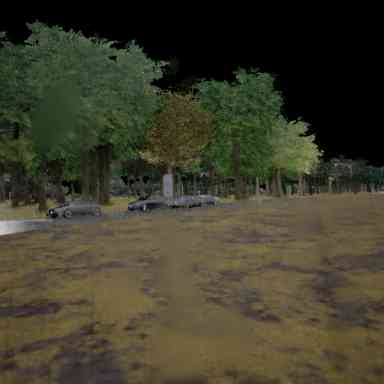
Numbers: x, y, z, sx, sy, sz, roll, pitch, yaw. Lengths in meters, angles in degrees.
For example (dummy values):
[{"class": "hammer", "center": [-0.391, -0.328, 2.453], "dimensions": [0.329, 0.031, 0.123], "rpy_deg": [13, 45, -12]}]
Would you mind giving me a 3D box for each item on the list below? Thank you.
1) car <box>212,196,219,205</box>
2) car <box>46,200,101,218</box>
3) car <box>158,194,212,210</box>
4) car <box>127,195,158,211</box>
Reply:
[{"class": "car", "center": [1.480, 1.018, 42.220], "dimensions": [2.033, 1.411, 5.357], "rpy_deg": [-3, -1, 35]}, {"class": "car", "center": [-9.453, 1.330, 26.739], "dimensions": [1.994, 1.385, 4.181], "rpy_deg": [-3, -1, 36]}, {"class": "car", "center": [-0.579, 1.016, 32.913], "dimensions": [2.033, 1.411, 5.357], "rpy_deg": [-3, -1, 35]}, {"class": "car", "center": [-4.466, 1.133, 33.824], "dimensions": [1.837, 1.490, 4.892], "rpy_deg": [-3, -1, 35]}]
